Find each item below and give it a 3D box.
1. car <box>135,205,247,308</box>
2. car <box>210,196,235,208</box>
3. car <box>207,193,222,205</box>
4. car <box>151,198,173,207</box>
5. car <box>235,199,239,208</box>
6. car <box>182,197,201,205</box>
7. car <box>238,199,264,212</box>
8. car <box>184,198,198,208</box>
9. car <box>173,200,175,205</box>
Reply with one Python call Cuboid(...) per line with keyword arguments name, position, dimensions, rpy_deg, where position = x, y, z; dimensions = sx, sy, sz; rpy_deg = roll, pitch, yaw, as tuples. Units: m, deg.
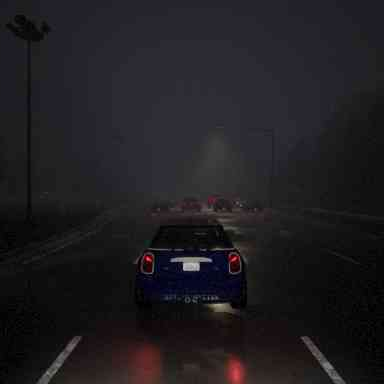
Cuboid(name="car", position=(-0.018, 1.352, 8.062), dimensions=(2.097, 1.767, 4.553), rpy_deg=(0, 0, 0))
Cuboid(name="car", position=(3.418, 1.505, 37.894), dimensions=(1.837, 1.490, 4.892), rpy_deg=(0, 0, 0))
Cuboid(name="car", position=(3.396, 1.221, 48.359), dimensions=(2.150, 2.045, 5.566), rpy_deg=(0, 0, 0))
Cuboid(name="car", position=(-3.583, 1.601, 38.326), dimensions=(1.895, 1.301, 4.718), rpy_deg=(0, 0, 0))
Cuboid(name="car", position=(6.896, 1.601, 48.380), dimensions=(1.895, 1.301, 4.718), rpy_deg=(0, 0, 0))
Cuboid(name="car", position=(-0.083, 1.352, 38.273), dimensions=(2.097, 1.767, 4.553), rpy_deg=(0, 0, 0))
Cuboid(name="car", position=(6.917, 1.601, 38.348), dimensions=(1.895, 1.301, 4.718), rpy_deg=(0, 0, 0))
Cuboid(name="car", position=(-0.104, 1.601, 48.382), dimensions=(1.895, 1.301, 4.718), rpy_deg=(0, 0, 0))
Cuboid(name="car", position=(-3.604, 1.564, 48.379), dimensions=(1.994, 1.385, 4.181), rpy_deg=(0, 0, 0))
